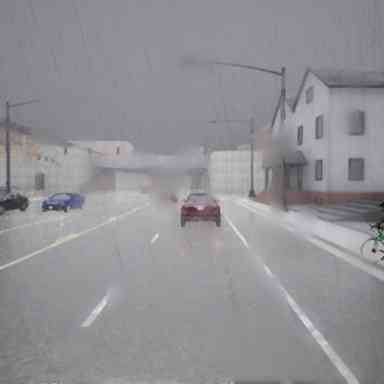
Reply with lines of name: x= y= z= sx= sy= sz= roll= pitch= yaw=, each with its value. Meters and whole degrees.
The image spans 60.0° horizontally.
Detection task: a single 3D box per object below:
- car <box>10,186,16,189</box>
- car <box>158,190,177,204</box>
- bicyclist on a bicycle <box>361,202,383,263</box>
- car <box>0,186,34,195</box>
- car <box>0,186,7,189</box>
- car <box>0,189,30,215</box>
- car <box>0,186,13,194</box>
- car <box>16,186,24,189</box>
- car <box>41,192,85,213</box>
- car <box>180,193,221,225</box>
car: x=-30.543 y=-0.145 z=54.126 sx=2.038 sy=1.542 sz=4.974 roll=-1 pitch=2 yaw=-35
car: x=-2.662 y=0.474 z=36.762 sx=1.812 sy=1.442 sz=4.674 roll=0 pitch=2 yaw=2
bicyclist on a bicycle: x=5.261 y=1.073 z=8.757 sx=1.656 sy=1.620 sz=0.582 roll=-2 pitch=2 yaw=1
car: x=-31.218 y=-0.299 z=59.506 sx=2.038 sy=1.542 sz=4.974 roll=1 pitch=2 yaw=30
car: x=-30.668 y=-0.171 z=49.479 sx=1.853 sy=1.218 sz=4.536 roll=2 pitch=2 yaw=45
car: x=-13.601 y=0.784 z=23.879 sx=2.128 sy=1.511 sz=4.902 roll=0 pitch=2 yaw=1
car: x=-30.573 y=-0.304 z=54.164 sx=1.853 sy=1.218 sz=4.536 roll=-1 pitch=2 yaw=-35
car: x=-31.243 y=-0.455 z=59.457 sx=1.853 sy=1.218 sz=4.536 roll=1 pitch=2 yaw=30
car: x=-9.962 y=0.760 z=26.087 sx=1.882 sy=1.535 sz=5.008 roll=0 pitch=2 yaw=1
car: x=0.486 y=0.812 z=18.937 sx=2.097 sy=1.767 sz=4.553 roll=0 pitch=2 yaw=1
